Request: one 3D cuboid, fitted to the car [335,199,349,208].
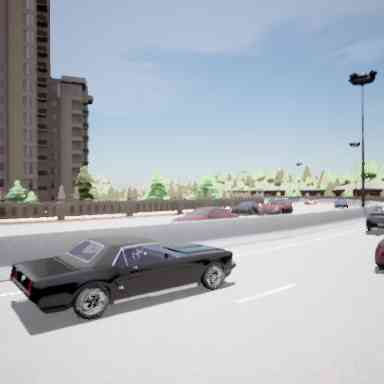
[{"bbox_3d":[23.839,1.852,53.024,2.033,1.411,5.357,0,-1,22],"label":"car"}]

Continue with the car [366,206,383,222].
[{"bbox_3d":[11.819,1.558,19.709,2.128,1.511,4.902,0,0,42],"label":"car"}]

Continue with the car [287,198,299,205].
[{"bbox_3d":[21.767,2.021,72.029,1.837,1.490,4.892,0,-1,10],"label":"car"}]

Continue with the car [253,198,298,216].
[{"bbox_3d":[8.122,1.497,32.047,2.097,1.767,4.553,0,-1,37],"label":"car"}]

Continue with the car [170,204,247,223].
[{"bbox_3d":[0.808,1.598,18.651,4.674,1.442,1.812,0,0,-44],"label":"car"}]

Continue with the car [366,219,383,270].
[{"bbox_3d":[7.200,1.590,10.048,4.181,1.385,1.994,0,0,-42],"label":"car"}]

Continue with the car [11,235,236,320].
[{"bbox_3d":[-1.233,1.628,7.410,4.718,1.301,1.895,0,0,-38],"label":"car"}]

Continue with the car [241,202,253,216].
[{"bbox_3d":[5.860,1.730,34.814,1.994,1.385,4.181,0,0,36],"label":"car"}]

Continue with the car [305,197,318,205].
[{"bbox_3d":[24.759,1.828,68.902,2.097,1.767,4.553,0,-1,13],"label":"car"}]
